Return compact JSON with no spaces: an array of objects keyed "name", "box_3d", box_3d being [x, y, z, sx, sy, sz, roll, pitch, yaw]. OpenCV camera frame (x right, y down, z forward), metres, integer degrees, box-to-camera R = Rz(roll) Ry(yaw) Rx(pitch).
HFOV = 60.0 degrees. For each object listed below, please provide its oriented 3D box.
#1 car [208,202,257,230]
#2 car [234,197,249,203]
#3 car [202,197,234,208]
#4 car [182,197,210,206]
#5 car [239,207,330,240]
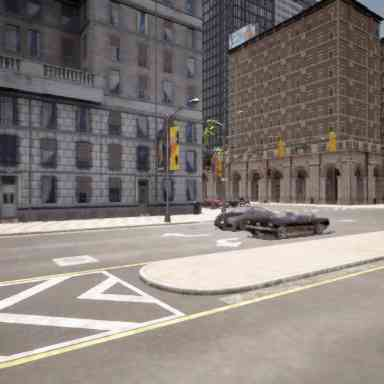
[{"name":"car","box_3d":[3.387,1.564,20.327,4.181,1.385,1.994,0,0,-35]},{"name":"car","box_3d":[6.418,1.506,48.181,1.837,1.490,4.892,0,0,-35]},{"name":"car","box_3d":[3.258,1.525,46.596,1.812,1.442,4.674,0,0,-35]},{"name":"car","box_3d":[0.563,1.547,56.580,2.033,1.411,5.357,0,0,-34]},{"name":"car","box_3d":[4.973,1.601,17.168,4.718,1.301,1.895,0,0,-35]}]
